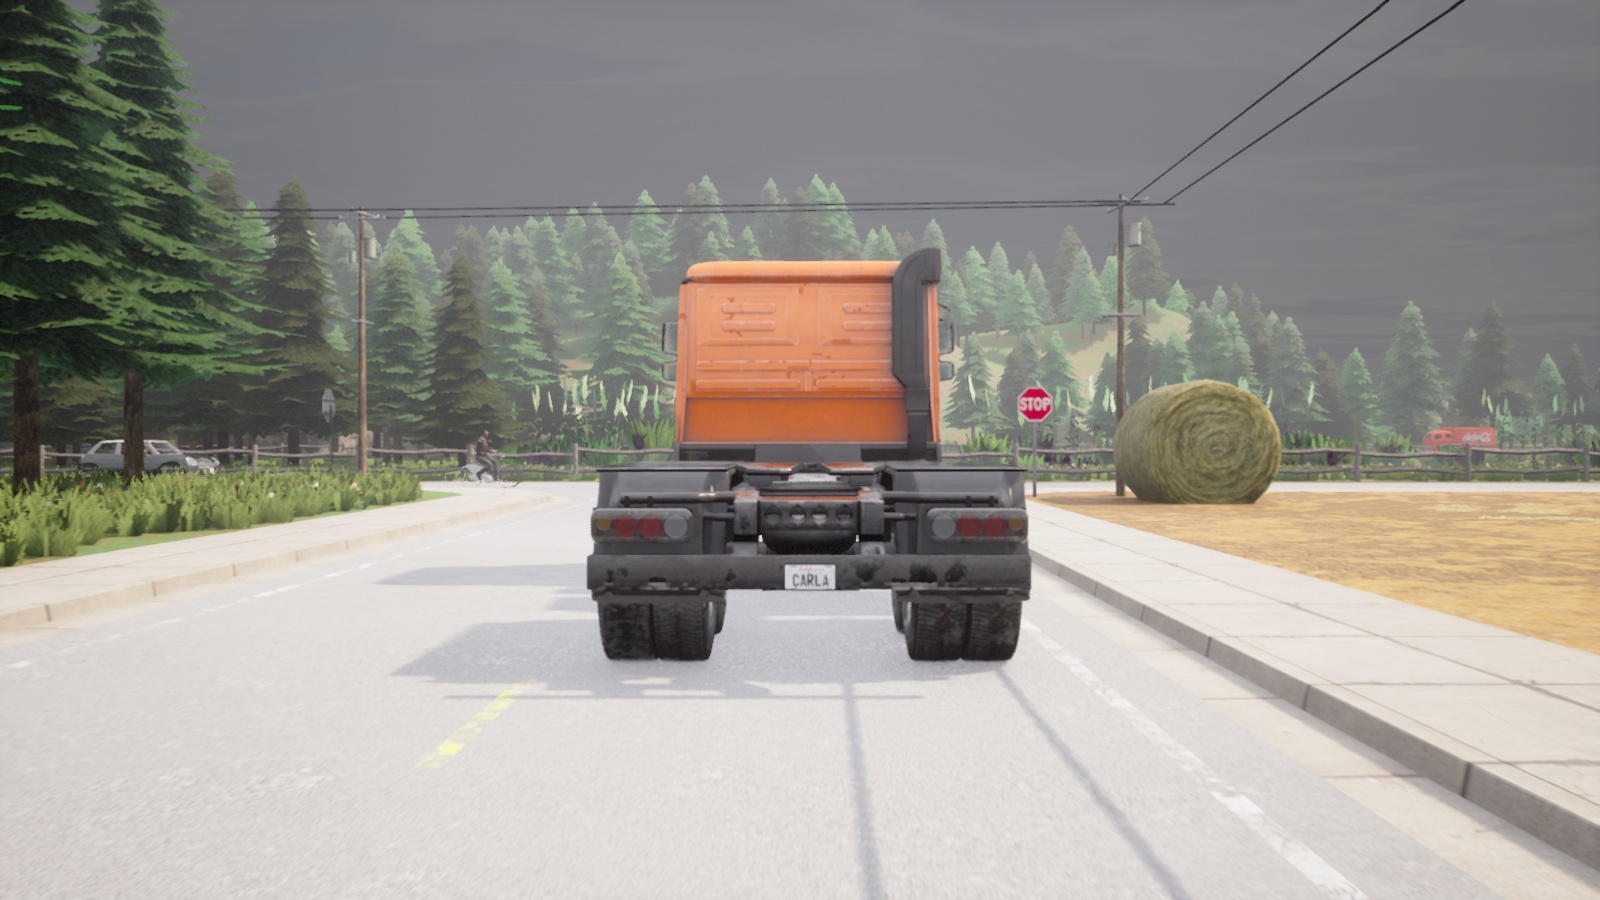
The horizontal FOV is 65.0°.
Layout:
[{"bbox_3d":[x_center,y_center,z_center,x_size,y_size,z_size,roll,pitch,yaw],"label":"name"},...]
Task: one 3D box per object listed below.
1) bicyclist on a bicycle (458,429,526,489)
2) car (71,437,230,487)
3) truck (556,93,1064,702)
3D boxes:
[{"bbox_3d":[-9.172,0.258,37.444,1.843,1.776,0.659,0,0,3],"label":"bicyclist on a bicycle"},{"bbox_3d":[-19.592,0.339,37.997,3.806,1.475,1.970,0,0,3],"label":"car"},{"bbox_3d":[0.075,-0.330,11.118,2.891,3.462,7.936,0,0,0],"label":"truck"}]
